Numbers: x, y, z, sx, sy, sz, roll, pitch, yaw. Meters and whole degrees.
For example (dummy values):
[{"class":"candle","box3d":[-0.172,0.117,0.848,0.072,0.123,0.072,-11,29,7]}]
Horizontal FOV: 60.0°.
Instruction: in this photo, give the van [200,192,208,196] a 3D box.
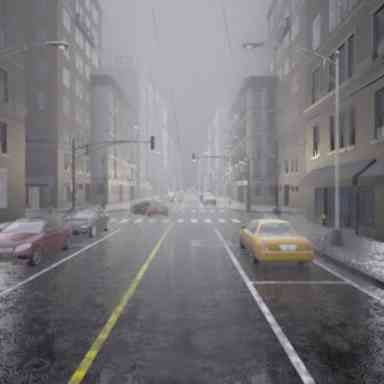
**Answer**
[{"class":"van","box3d":[2.632,1.078,54.626,1.690,1.788,3.998,0,0,0]}]

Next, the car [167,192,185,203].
[{"class":"car","box3d":[-2.800,1.202,60.123,2.128,1.511,4.902,0,0,1]}]

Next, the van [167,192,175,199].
[{"class":"van","box3d":[-5.445,0.922,87.060,1.690,1.788,3.998,0,0,0]}]

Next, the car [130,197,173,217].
[{"class":"car","box3d":[-3.832,1.408,29.331,1.994,1.385,4.181,0,0,-35]}]

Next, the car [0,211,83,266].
[{"class":"car","box3d":[-5.389,1.529,11.256,1.802,1.307,4.206,0,0,0]}]

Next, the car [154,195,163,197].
[{"class":"car","box3d":[-5.397,1.340,43.813,2.008,1.369,4.403,0,0,0]}]

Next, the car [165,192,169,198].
[{"class":"car","box3d":[-5.421,1.125,65.437,1.967,1.590,4.097,0,0,0]}]

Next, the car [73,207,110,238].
[{"class":"car","box3d":[-5.390,1.471,16.937,2.008,1.369,4.403,0,0,0]}]

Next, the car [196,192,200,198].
[{"class":"car","box3d":[2.633,0.973,70.845,2.192,1.841,5.009,0,0,0]}]

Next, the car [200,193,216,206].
[{"class":"car","box3d":[2.631,1.314,49.221,2.008,1.369,4.403,0,0,0]}]

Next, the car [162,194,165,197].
[{"class":"car","box3d":[-5.403,1.289,49.049,1.752,1.417,4.829,0,0,0]}]

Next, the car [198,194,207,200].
[{"class":"car","box3d":[2.634,1.157,81.658,2.008,1.369,4.403,0,0,0]}]

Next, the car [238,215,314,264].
[{"class":"car","box3d":[2.636,1.471,11.428,1.752,1.417,4.829,0,0,0]}]

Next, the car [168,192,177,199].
[{"class":"car","box3d":[-5.450,0.870,92.466,2.192,1.841,5.009,0,0,0]}]

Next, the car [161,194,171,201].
[{"class":"car","box3d":[-5.427,1.185,70.673,1.752,1.417,4.829,0,0,0]}]
